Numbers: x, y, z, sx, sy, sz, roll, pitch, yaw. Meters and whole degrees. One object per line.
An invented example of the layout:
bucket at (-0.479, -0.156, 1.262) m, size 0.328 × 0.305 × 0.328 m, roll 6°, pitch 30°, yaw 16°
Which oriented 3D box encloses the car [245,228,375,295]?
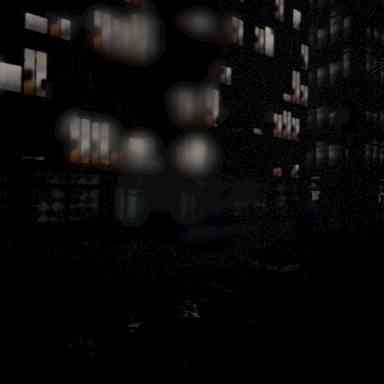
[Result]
car at (3.304, 1.660, 8.906) m, size 4.206 × 1.307 × 1.802 m, roll 1°, pitch 0°, yaw -35°
